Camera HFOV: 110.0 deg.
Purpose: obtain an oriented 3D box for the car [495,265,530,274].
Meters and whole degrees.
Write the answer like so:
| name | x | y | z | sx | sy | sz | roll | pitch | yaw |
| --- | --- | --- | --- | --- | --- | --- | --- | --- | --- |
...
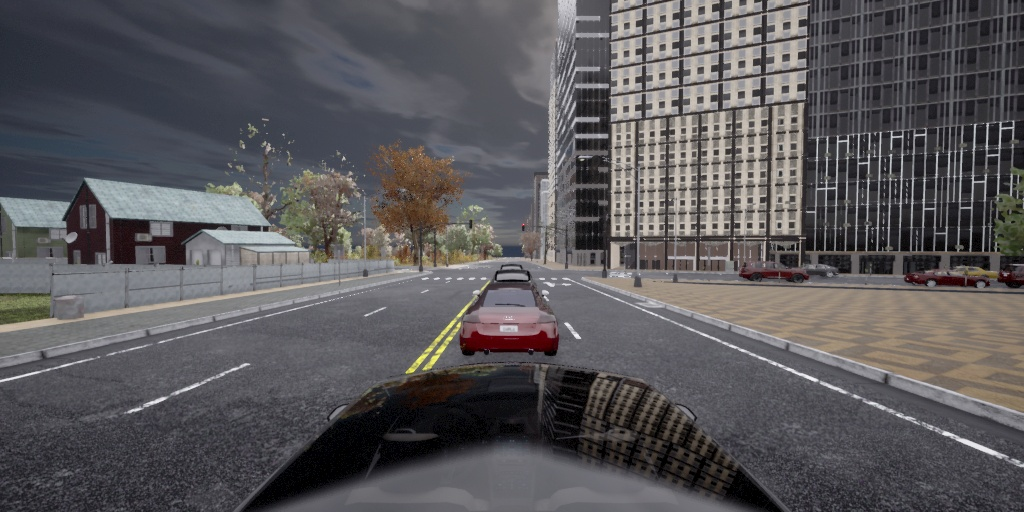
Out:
| name | x | y | z | sx | sy | sz | roll | pitch | yaw |
| --- | --- | --- | --- | --- | --- | --- | --- | --- | --- |
| car | 0.028 | 1.250 | 14.016 | 1.837 | 1.490 | 4.892 | 0 | 0 | 0 |

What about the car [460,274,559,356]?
| name | x | y | z | sx | sy | sz | roll | pitch | yaw |
| --- | --- | --- | --- | --- | --- | --- | --- | --- | --- |
| car | -0.033 | 1.311 | 8.630 | 1.994 | 1.385 | 4.181 | 0 | 0 | 1 |

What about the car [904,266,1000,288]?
| name | x | y | z | sx | sy | sz | roll | pitch | yaw |
| --- | --- | --- | --- | --- | --- | --- | --- | --- | --- |
| car | 33.626 | 1.716 | 27.822 | 4.507 | 1.381 | 1.888 | 0 | 0 | 20 |

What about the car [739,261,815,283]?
| name | x | y | z | sx | sy | sz | roll | pitch | yaw |
| --- | --- | --- | --- | --- | --- | --- | --- | --- | --- |
| car | 22.975 | 1.394 | 31.706 | 5.009 | 1.841 | 2.192 | 0 | 0 | 20 |

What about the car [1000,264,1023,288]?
| name | x | y | z | sx | sy | sz | roll | pitch | yaw |
| --- | --- | --- | --- | --- | --- | --- | --- | --- | --- |
| car | 38.952 | 1.531 | 25.880 | 5.009 | 1.841 | 2.192 | 0 | 0 | 20 |

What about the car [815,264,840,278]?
| name | x | y | z | sx | sy | sz | roll | pitch | yaw |
| --- | --- | --- | --- | --- | --- | --- | --- | --- | --- |
| car | 31.001 | 1.469 | 37.165 | 4.403 | 1.370 | 2.007 | 0 | 0 | 20 |
